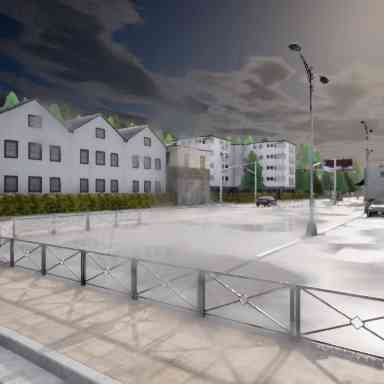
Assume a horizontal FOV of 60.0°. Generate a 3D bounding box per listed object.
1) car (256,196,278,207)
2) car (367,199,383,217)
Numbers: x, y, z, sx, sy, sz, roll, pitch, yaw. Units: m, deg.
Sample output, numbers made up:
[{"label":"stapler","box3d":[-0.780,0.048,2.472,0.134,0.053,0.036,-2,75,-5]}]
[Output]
[{"label":"car","box3d":[10.641,1.313,47.153,1.837,1.490,4.892,0,0,32]},{"label":"car","box3d":[15.390,1.298,26.833,2.007,1.523,4.514,0,0,35]}]
